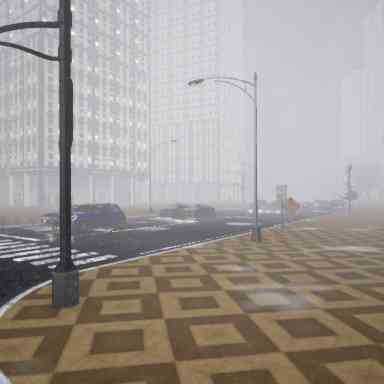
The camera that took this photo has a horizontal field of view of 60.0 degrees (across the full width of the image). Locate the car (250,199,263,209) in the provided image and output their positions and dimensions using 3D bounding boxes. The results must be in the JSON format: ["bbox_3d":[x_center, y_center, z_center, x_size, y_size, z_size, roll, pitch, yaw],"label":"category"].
[{"bbox_3d":[10.504,1.827,51.159,1.882,1.535,5.008,0,-1,33],"label":"car"}]

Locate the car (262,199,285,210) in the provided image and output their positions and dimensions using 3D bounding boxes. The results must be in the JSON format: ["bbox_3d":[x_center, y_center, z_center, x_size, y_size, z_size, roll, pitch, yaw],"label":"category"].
[{"bbox_3d":[12.291,1.832,47.961,1.837,1.490,4.892,0,-1,33],"label":"car"}]

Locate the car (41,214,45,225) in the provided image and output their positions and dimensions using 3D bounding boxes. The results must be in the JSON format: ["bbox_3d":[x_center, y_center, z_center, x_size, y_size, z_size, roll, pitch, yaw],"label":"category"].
[{"bbox_3d":[-8.163,1.632,23.558,2.128,1.511,4.902,0,-1,34],"label":"car"}]

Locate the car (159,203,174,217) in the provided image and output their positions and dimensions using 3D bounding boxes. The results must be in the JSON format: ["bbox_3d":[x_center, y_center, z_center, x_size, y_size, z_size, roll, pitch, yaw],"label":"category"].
[{"bbox_3d":[-1.438,1.779,33.393,1.994,1.385,4.181,0,0,34],"label":"car"}]

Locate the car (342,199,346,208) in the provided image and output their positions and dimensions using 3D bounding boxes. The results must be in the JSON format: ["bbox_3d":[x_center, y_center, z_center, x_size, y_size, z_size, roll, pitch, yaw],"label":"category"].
[{"bbox_3d":[24.191,1.839,54.740,1.882,1.535,5.008,0,0,31],"label":"car"}]

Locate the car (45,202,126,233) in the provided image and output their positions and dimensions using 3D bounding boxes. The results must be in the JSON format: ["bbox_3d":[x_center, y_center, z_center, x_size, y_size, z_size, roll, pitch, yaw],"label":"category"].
[{"bbox_3d":[-6.243,1.469,20.564,2.097,1.767,4.553,0,-1,34],"label":"car"}]

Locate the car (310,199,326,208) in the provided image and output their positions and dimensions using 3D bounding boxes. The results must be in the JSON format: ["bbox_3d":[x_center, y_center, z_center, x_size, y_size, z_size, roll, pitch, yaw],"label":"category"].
[{"bbox_3d":[21.466,1.903,56.514,1.812,1.442,4.674,0,0,31],"label":"car"}]

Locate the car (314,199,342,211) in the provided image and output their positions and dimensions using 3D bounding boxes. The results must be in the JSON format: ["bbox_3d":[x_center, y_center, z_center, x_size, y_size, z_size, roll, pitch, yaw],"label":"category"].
[{"bbox_3d":[18.796,1.852,45.886,2.033,1.411,5.357,0,0,31],"label":"car"}]

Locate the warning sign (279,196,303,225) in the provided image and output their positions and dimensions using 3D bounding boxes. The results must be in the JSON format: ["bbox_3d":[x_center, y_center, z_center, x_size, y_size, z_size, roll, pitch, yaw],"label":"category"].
[{"bbox_3d":[6.824,1.251,22.958,1.300,1.860,1.060,0,0,34],"label":"warning sign"}]

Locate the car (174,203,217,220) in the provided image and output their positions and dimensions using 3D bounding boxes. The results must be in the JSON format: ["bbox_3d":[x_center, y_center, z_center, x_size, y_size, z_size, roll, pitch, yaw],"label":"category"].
[{"bbox_3d":[0.609,1.757,30.628,1.994,1.385,4.181,0,0,34],"label":"car"}]

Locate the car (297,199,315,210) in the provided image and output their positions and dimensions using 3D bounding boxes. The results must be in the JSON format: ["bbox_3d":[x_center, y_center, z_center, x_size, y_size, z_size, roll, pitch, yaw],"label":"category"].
[{"bbox_3d":[16.286,1.923,47.999,1.895,1.301,4.718,0,0,32],"label":"car"}]
